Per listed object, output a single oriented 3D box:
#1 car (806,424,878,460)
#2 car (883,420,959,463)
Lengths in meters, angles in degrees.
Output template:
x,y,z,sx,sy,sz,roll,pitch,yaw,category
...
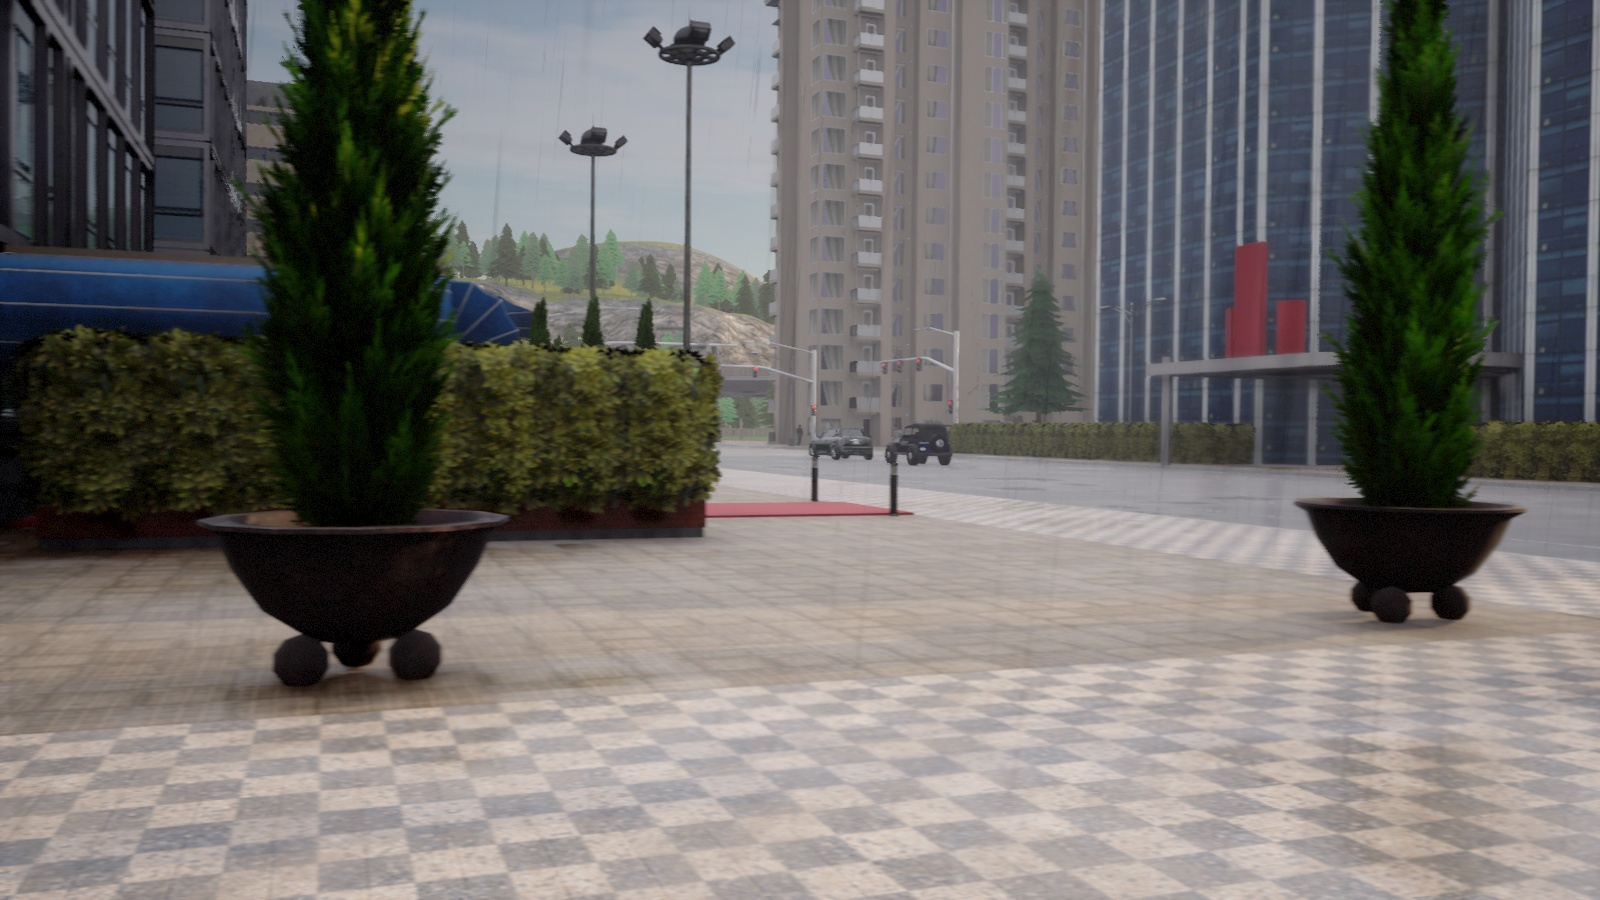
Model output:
x,y,z,sx,sy,sz,roll,pitch,yaw,category
2.141,-0.436,65.725,2.097,1.767,4.553,-1,1,-21,car
5.466,-0.395,57.139,1.905,1.878,3.866,-1,1,-21,car
